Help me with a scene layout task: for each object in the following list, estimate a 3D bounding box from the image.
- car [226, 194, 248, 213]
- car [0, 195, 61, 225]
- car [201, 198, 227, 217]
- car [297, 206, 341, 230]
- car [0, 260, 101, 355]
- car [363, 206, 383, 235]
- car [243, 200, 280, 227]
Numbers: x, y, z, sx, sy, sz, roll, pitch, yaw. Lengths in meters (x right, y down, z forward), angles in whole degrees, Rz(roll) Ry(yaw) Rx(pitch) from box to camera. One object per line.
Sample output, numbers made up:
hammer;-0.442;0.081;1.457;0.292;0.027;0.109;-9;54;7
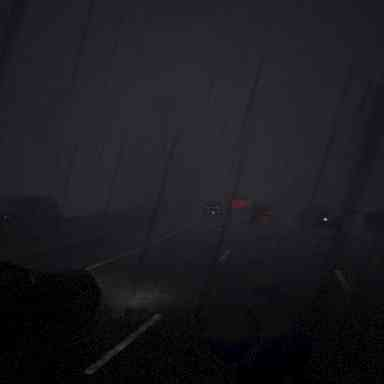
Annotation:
car;5.244;1.310;39.263;2.150;2.045;5.566;0;0;-4
car;-9.908;1.232;19.321;2.150;2.045;5.566;0;0;11
car;1.964;1.573;31.853;1.837;1.490;4.892;0;0;1
car;8.275;1.629;21.927;1.994;1.385;4.181;0;0;7
car;-3.194;1.525;4.400;1.812;1.442;4.674;0;0;22
car;11.412;1.559;19.084;2.128;1.511;4.902;0;0;10
car;4.932;1.548;23.271;2.128;1.511;4.902;0;0;7
